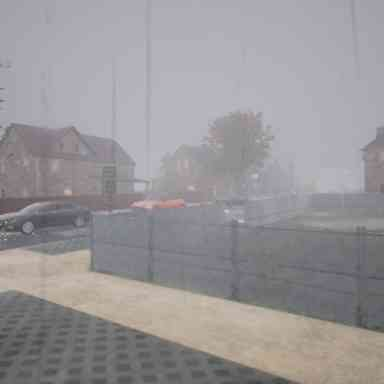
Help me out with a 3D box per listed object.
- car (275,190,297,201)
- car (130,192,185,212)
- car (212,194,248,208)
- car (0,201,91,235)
[{"bbox_3d":[13.356,0.416,47.191,2.128,1.511,4.902,1,2,35],"label":"car"},{"bbox_3d":[-2.515,0.903,25.050,2.097,1.767,4.553,1,2,35],"label":"car"},{"bbox_3d":[3.955,0.890,34.135,1.895,1.301,4.718,1,2,35],"label":"car"},{"bbox_3d":[-7.746,1.269,17.700,1.837,1.490,4.892,1,2,36],"label":"car"}]
